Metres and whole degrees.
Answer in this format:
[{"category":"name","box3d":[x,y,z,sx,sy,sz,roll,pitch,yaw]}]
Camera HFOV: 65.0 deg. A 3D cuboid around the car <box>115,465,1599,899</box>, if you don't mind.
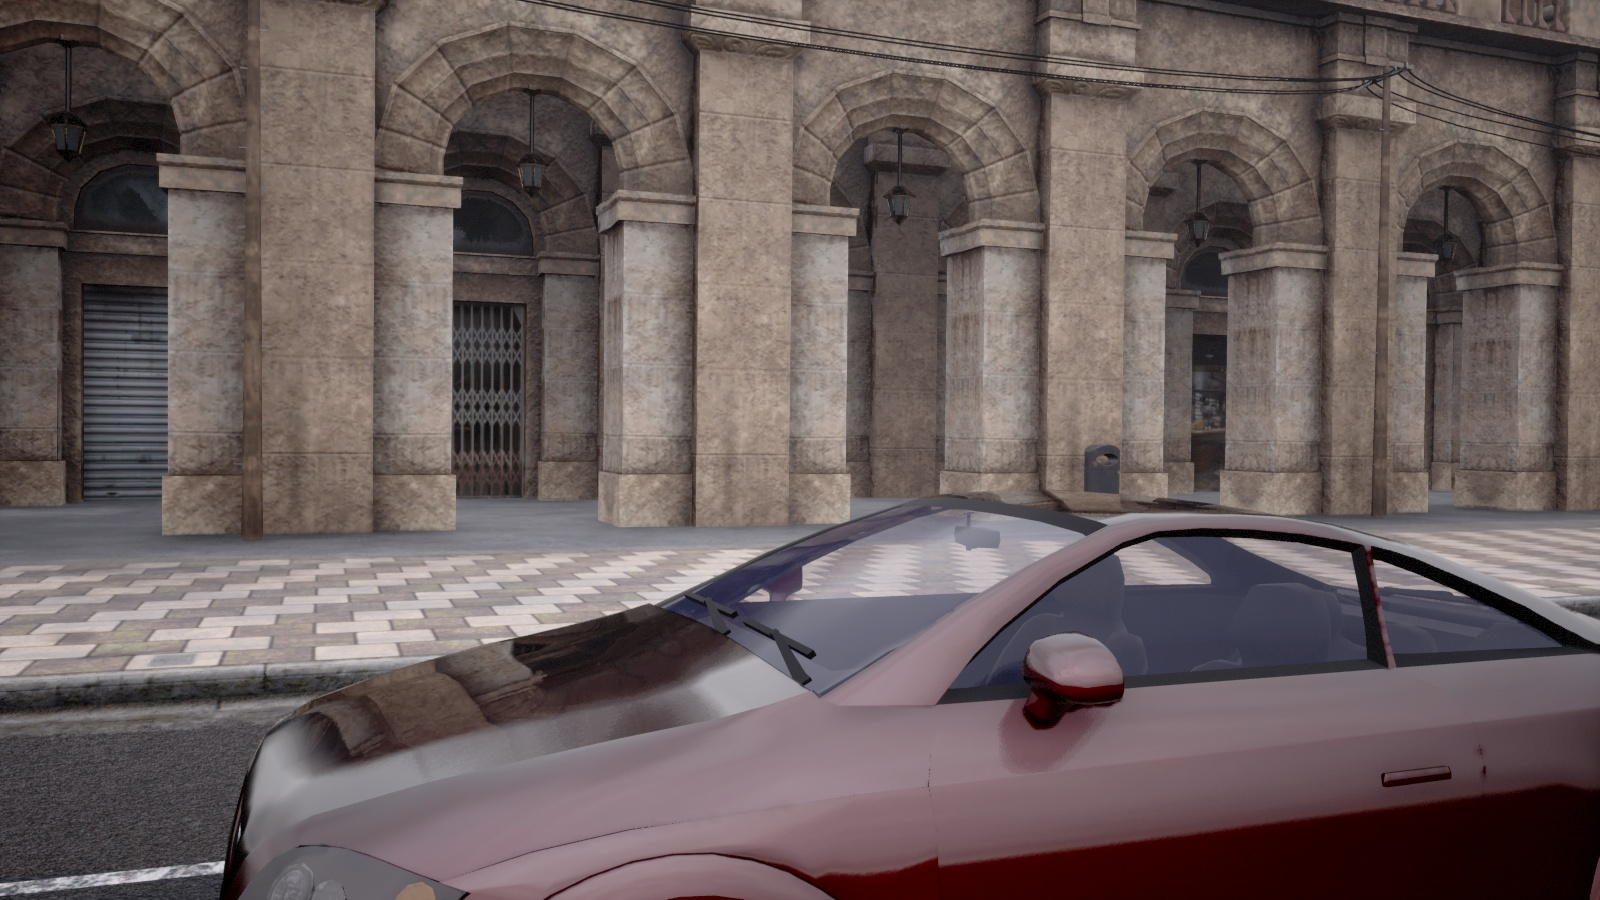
[{"category":"car","box3d":[0.623,0.799,3.482,4.181,1.385,1.994,-1,1,-21]}]
